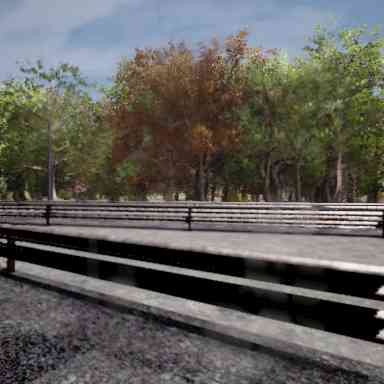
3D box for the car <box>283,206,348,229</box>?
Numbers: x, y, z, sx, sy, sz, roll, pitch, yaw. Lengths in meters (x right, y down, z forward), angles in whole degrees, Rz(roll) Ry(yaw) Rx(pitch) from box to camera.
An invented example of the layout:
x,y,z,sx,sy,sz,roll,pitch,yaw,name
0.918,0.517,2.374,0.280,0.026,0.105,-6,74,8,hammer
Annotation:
x,y,z,sx,sy,sz,roll,pitch,yaw,name
8.199,1.633,22.325,4.181,1.385,1.994,0,0,17,car
